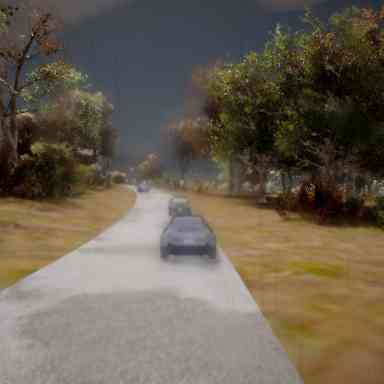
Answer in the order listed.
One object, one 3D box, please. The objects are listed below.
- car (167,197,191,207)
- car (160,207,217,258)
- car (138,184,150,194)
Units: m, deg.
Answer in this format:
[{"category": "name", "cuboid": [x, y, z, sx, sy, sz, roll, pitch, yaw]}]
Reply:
[{"category": "car", "cuboid": [-1.088, 1.100, 28.057, 1.812, 1.442, 4.674, 0, 2, -5]}, {"category": "car", "cuboid": [-0.164, 1.531, 12.790, 1.994, 1.385, 4.181, 0, 1, -2]}, {"category": "car", "cuboid": [-8.222, -0.571, 56.868, 1.882, 1.535, 5.008, 2, 3, -11]}]
